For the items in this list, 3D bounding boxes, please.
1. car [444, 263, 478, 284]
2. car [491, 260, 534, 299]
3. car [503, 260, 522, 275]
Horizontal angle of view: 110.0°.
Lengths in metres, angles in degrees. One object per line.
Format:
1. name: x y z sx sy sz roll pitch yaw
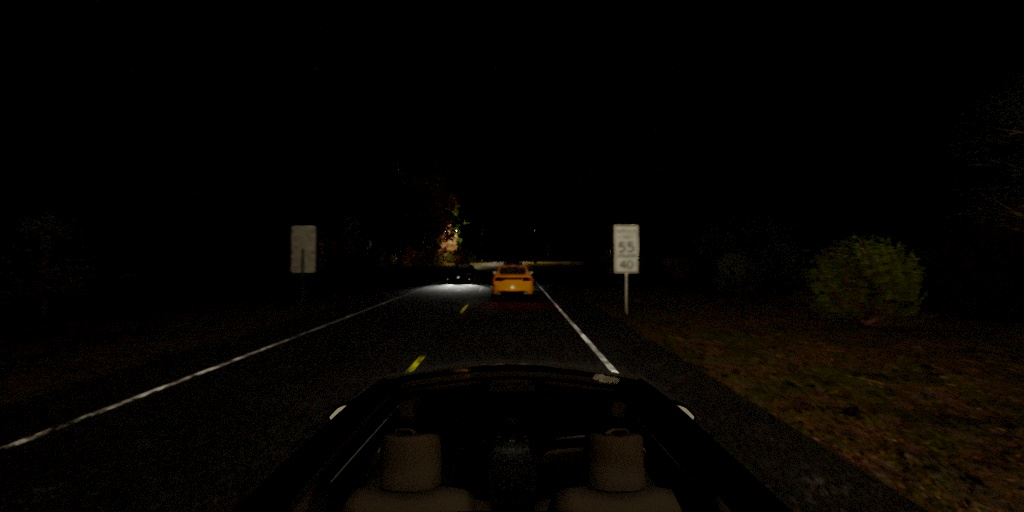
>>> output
1. car: -3.538 1.216 25.645 1.994 1.385 4.181 0 0 0
2. car: 0.043 1.155 17.651 1.882 1.535 5.008 0 0 0
3. car: 0.069 1.147 37.157 1.812 1.442 4.674 0 0 0
